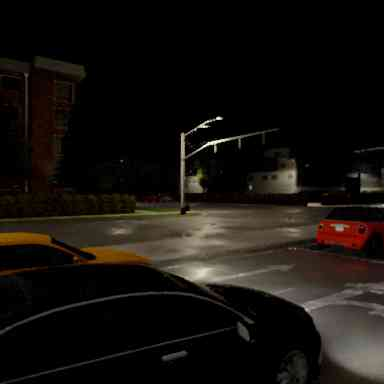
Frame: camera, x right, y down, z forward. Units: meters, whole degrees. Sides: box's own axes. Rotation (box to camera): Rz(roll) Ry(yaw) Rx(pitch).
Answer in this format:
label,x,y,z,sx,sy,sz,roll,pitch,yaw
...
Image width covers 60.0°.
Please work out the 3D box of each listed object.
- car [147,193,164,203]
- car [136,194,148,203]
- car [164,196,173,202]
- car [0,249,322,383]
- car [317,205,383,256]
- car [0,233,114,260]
label,x,y,z,sx,sy,sz,roll,pitch,yaw
car,-9.040,1.248,73.063,2.150,2.045,5.566,0,0,-35
car,-11.761,1.576,70.862,1.994,1.385,4.181,0,0,-35
car,-5.945,1.548,74.741,1.812,1.442,4.674,0,0,-35
car,-0.683,1.502,3.289,4.892,1.490,1.837,1,-1,-36
car,7.066,1.358,13.361,4.553,1.767,2.097,0,0,-37
car,-3.033,1.479,5.909,5.008,1.535,1.882,0,0,-36
